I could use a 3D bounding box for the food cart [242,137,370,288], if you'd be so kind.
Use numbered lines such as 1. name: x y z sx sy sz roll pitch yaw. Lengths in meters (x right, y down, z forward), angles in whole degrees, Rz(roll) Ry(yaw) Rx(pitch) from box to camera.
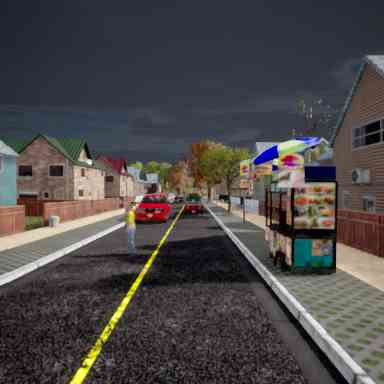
1. food cart: 3.054 0.463 10.193 2.280 3.560 4.660 1 1 0

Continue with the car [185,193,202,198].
1. car: 0.198 1.199 45.730 2.150 2.045 5.566 0 0 0

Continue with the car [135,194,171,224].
1. car: -2.788 1.212 24.975 2.150 2.045 5.566 0 0 0

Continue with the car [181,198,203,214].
1. car: 0.177 1.586 34.599 1.895 1.301 4.718 0 0 0

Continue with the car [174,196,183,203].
1. car: -2.615 1.455 66.046 2.128 1.511 4.902 0 0 1

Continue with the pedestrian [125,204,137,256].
1. pedestrian: -2.127 1.292 11.595 0.375 1.860 0.375 -1 1 -3
